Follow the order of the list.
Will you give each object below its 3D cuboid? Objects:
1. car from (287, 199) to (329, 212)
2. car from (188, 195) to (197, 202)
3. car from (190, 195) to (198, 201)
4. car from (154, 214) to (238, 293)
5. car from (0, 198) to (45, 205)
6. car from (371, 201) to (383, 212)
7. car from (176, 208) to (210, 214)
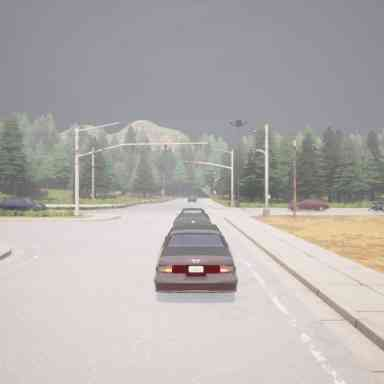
[{"bbox_3d":[13.580,1.542,38.899,4.674,1.442,1.812,0,0,1],"label":"car"},{"bbox_3d":[0.010,1.542,74.051,2.033,1.411,5.357,0,0,1],"label":"car"},{"bbox_3d":[0.496,1.597,90.152,1.895,1.301,4.718,0,0,2],"label":"car"},{"bbox_3d":[0.077,1.549,8.987,2.033,1.411,5.357,0,0,0],"label":"car"},{"bbox_3d":[-18.086,1.397,35.750,4.553,1.767,2.097,0,0,1],"label":"car"},{"bbox_3d":[23.444,1.499,38.730,4.902,1.511,2.128,0,0,1],"label":"car"},{"bbox_3d":[0.044,1.562,18.212,1.994,1.385,4.181,0,0,1],"label":"car"}]
